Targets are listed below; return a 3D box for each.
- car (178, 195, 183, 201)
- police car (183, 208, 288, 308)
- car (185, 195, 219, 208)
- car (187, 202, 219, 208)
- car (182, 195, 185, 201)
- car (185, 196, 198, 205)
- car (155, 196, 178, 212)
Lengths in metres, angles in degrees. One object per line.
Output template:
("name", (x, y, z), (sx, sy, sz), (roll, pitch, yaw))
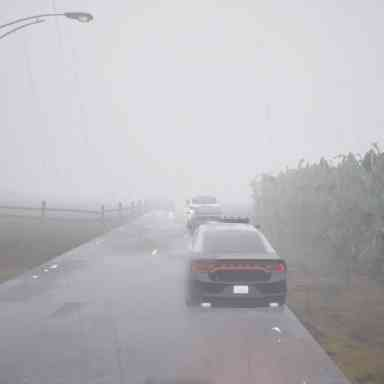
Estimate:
("car", (-2.848, 1.439, 84.712), (2.097, 1.767, 4.553), (0, 0, 0))
("police car", (0.814, 1.420, 8.131), (1.930, 1.638, 5.238), (0, 0, 0))
("car", (0.794, 1.197, 24.050), (2.150, 2.045, 5.566), (0, 0, 0))
("car", (0.803, 1.490, 18.021), (1.837, 1.490, 4.892), (0, 0, 0))
("car", (-0.014, 1.419, 46.376), (1.882, 1.535, 5.008), (0, 0, 1))
("car", (-0.070, 1.452, 59.821), (2.128, 1.511, 4.902), (0, 0, 0))
("car", (-2.894, 1.513, 37.098), (1.994, 1.385, 4.181), (0, 0, 0))
